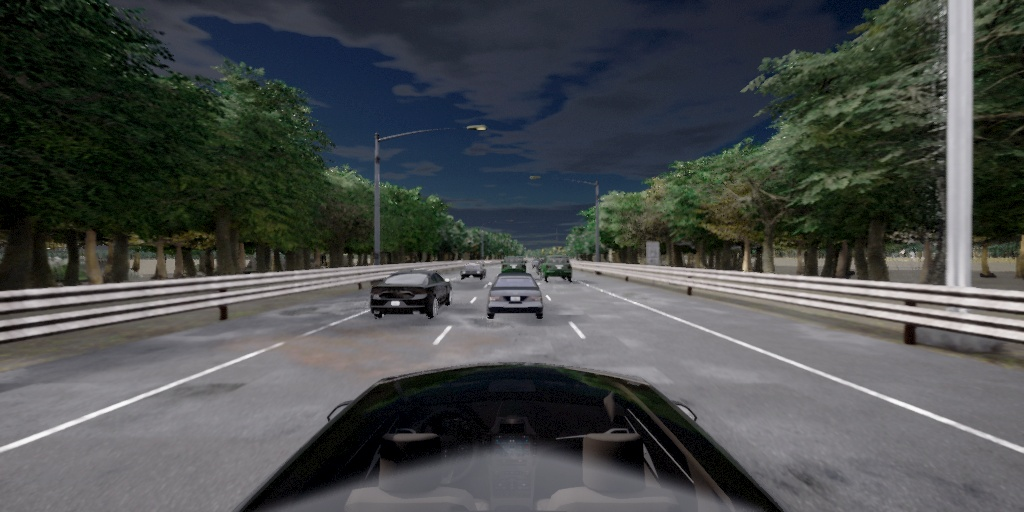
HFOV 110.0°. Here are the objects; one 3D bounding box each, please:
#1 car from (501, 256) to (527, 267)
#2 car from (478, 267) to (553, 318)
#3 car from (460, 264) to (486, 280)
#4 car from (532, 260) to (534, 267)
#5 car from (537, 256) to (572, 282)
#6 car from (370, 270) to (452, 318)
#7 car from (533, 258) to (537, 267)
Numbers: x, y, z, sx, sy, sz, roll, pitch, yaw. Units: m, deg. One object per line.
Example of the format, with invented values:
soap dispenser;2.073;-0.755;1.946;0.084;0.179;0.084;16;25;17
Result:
car;0.199;1.019;32.337;2.150;2.045;5.566;0;0;1
car;0.097;1.301;13.014;2.033;1.411;5.357;0;0;0
car;-3.309;1.396;31.724;1.895;1.301;4.718;0;0;1
car;4.491;1.553;63.238;1.895;1.301;4.718;0;0;3
car;3.559;0.992;29.487;2.150;2.045;5.566;0;0;1
car;-3.403;1.232;12.944;1.882;1.535;5.008;0;0;0
car;3.760;1.320;41.407;1.837;1.490;4.892;0;0;1
